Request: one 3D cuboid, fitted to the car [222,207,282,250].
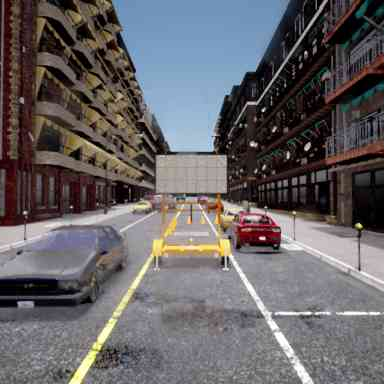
[{"bbox_3d":[2.562,1.560,14.352,1.887,1.381,4.507,1,0,0],"label":"car"}]

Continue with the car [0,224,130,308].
[{"bbox_3d":[-2.861,1.555,8.385,2.033,1.411,5.357,0,0,0],"label":"car"}]

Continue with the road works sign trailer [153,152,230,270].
[{"bbox_3d":[-0.018,0.475,11.013,2.380,3.560,2.880,0,0,0],"label":"road works sign trailer"}]

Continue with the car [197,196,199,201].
[{"bbox_3d":[2.476,1.695,64.127,1.887,1.381,4.507,1,0,0],"label":"car"}]

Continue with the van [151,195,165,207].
[{"bbox_3d":[-5.380,1.450,53.114,1.690,1.788,3.998,2,0,0],"label":"van"}]

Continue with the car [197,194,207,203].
[{"bbox_3d":[2.419,1.538,80.722,2.192,1.841,5.009,1,0,0],"label":"car"}]

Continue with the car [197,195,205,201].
[{"bbox_3d":[2.396,1.720,91.784,1.967,1.590,4.097,1,0,0],"label":"car"}]

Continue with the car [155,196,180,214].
[{"bbox_3d":[-2.813,1.555,37.091,2.128,1.511,4.902,0,0,0],"label":"car"}]

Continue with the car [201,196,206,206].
[{"bbox_3d":[2.514,1.627,42.006,2.008,1.369,4.403,1,0,0],"label":"car"}]

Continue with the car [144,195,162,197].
[{"bbox_3d":[-5.360,1.391,42.056,2.192,1.841,5.009,2,0,0],"label":"car"}]

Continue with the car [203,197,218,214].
[{"bbox_3d":[2.524,1.606,36.474,1.887,1.381,4.507,1,0,0],"label":"car"}]

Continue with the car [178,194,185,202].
[{"bbox_3d":[-2.897,1.478,87.231,2.150,2.045,5.566,0,0,0],"label":"car"}]

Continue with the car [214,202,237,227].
[{"bbox_3d":[2.553,1.550,20.054,1.752,1.417,4.829,1,0,0],"label":"car"}]

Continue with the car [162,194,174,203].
[{"bbox_3d":[-5.418,1.513,75.237,2.192,1.841,5.009,1,0,0],"label":"car"}]

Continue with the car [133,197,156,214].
[{"bbox_3d":[-5.356,1.587,36.354,1.752,1.417,4.829,2,0,0],"label":"car"}]

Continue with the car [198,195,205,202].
[{"bbox_3d":[2.486,1.674,58.598,1.887,1.381,4.507,1,0,0],"label":"car"}]
